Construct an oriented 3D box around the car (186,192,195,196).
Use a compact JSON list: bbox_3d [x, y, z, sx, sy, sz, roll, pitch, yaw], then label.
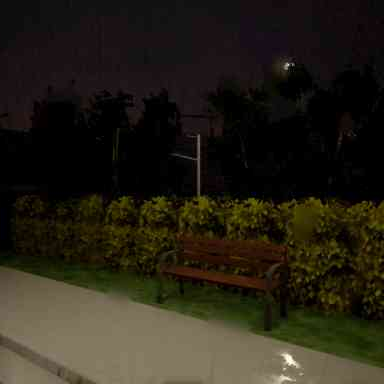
[{"bbox_3d":[-0.662,0.940,47.532,2.150,2.045,5.566,0,1,35],"label":"car"}]
